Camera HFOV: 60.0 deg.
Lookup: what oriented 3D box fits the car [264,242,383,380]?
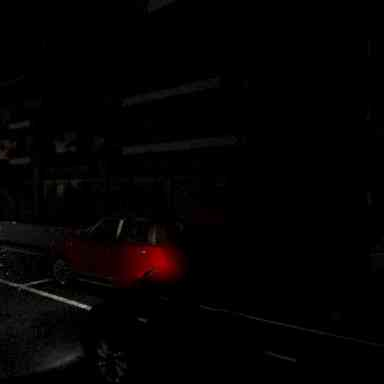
[{"bbox_3d":[3.292,1.606,4.405,4.206,1.307,1.802,0,0,35],"label":"car"}]

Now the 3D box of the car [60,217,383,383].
[{"bbox_3d":[0.821,1.367,3.759,4.553,1.767,2.097,0,0,35],"label":"car"}]

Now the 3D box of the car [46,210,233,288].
[{"bbox_3d":[-1.197,1.339,7.584,5.009,1.841,2.192,0,0,35],"label":"car"}]
